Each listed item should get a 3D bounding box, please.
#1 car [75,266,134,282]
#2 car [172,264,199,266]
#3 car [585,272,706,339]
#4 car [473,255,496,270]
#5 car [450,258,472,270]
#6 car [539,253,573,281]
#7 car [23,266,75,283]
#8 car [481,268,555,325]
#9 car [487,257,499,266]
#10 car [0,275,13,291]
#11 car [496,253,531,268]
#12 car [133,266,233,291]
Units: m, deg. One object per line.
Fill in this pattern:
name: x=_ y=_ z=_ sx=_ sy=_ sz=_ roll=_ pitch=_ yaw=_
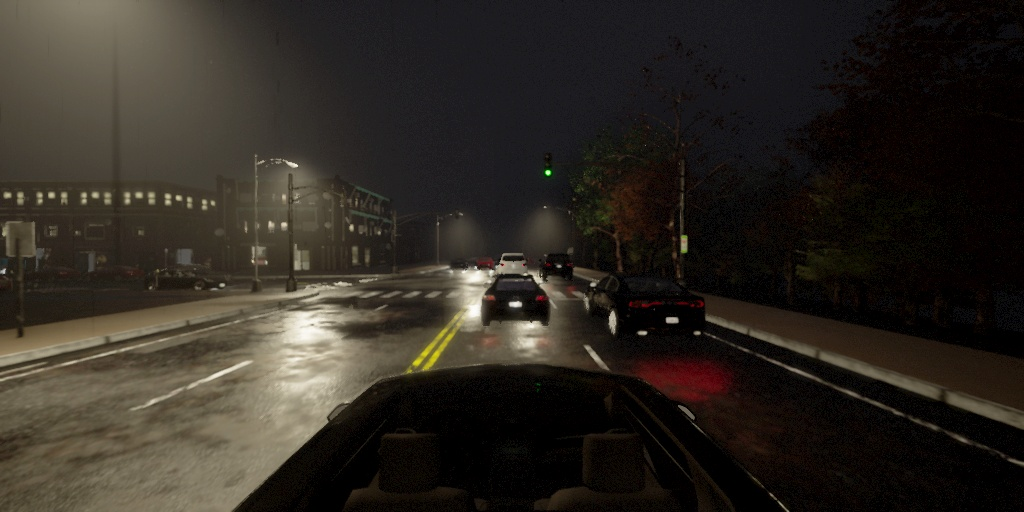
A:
car: x=-33.821 y=1.481 z=30.549 sx=4.207 sy=1.307 sz=1.802 roll=0 pitch=0 yaw=0
car: x=-21.964 y=1.382 z=24.736 sx=4.674 sy=1.442 sz=1.812 roll=-1 pitch=1 yaw=0
car: x=3.347 y=1.177 z=9.968 sx=1.882 sy=1.535 sz=5.008 roll=0 pitch=0 yaw=0
car: x=-3.339 y=0.956 z=45.134 sx=1.882 sy=1.535 sz=5.008 roll=0 pitch=0 yaw=0
car: x=-6.597 y=0.955 z=45.271 sx=1.882 sy=1.535 sz=5.008 roll=0 pitch=0 yaw=0
car: x=3.345 y=0.809 z=27.956 sx=2.150 sy=2.045 sz=5.566 roll=0 pitch=0 yaw=0
car: x=-39.355 y=1.543 z=30.556 sx=4.207 sy=1.307 sz=1.802 roll=0 pitch=0 yaw=0
car: x=0.100 y=1.253 z=11.595 sx=1.994 sy=1.385 sz=4.181 roll=0 pitch=0 yaw=0
car: x=-3.292 y=0.895 z=62.235 sx=1.812 sy=1.442 sz=4.674 roll=0 pitch=0 yaw=1
car: x=-33.828 y=1.473 z=22.169 sx=4.097 sy=1.591 sz=1.967 roll=0 pitch=0 yaw=0
car: x=0.097 y=0.804 z=28.738 sx=2.150 sy=2.045 sz=5.566 roll=0 pitch=0 yaw=0
car: x=-19.951 y=1.442 z=22.032 sx=4.313 sy=1.339 sz=1.948 roll=0 pitch=0 yaw=0
